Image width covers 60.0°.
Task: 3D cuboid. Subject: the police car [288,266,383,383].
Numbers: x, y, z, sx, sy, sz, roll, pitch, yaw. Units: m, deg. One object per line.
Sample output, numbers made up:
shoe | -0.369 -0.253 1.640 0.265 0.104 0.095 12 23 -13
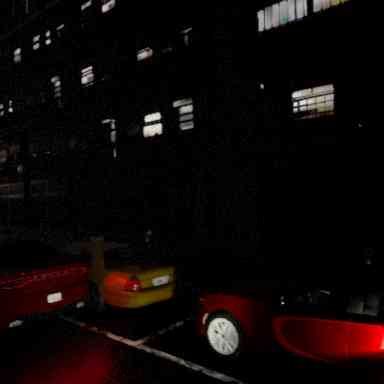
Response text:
police car | 3.086 1.474 0.912 1.930 1.638 5.238 2 -2 -38

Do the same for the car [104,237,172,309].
car | -2.475 1.741 7.928 4.829 1.417 1.752 -1 -3 37

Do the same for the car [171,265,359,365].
car | 2.098 1.688 4.522 4.507 1.381 1.887 -1 -3 37

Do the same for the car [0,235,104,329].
car | -4.301 1.661 7.095 5.008 1.535 1.882 -1 -2 37
